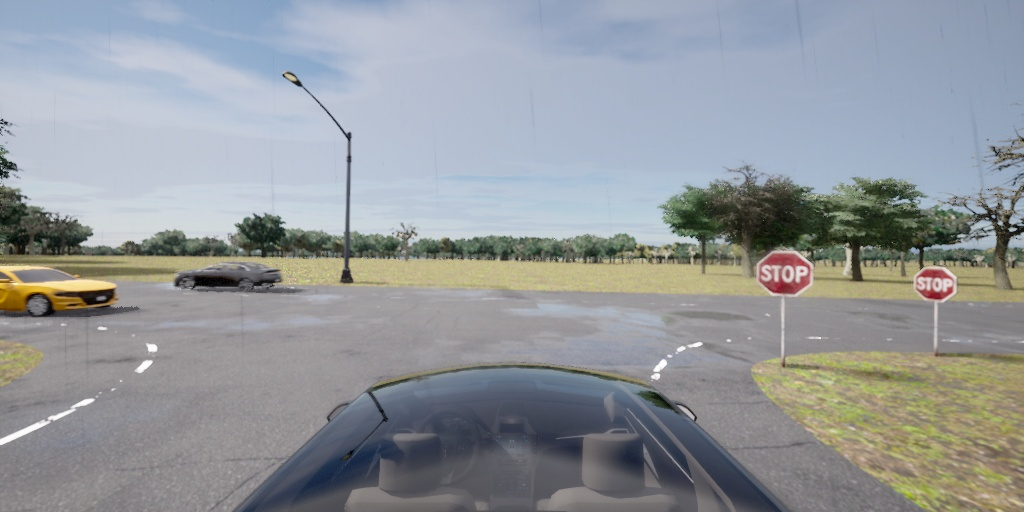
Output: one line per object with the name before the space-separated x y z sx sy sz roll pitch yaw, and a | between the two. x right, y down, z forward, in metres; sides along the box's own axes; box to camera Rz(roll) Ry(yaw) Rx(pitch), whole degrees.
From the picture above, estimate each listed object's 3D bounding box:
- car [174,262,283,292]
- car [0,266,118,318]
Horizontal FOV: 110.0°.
car | -14.841 1.045 18.896 4.902 1.511 2.128 1 1 -3
car | -16.176 1.075 11.825 5.008 1.535 1.882 1 1 -3
